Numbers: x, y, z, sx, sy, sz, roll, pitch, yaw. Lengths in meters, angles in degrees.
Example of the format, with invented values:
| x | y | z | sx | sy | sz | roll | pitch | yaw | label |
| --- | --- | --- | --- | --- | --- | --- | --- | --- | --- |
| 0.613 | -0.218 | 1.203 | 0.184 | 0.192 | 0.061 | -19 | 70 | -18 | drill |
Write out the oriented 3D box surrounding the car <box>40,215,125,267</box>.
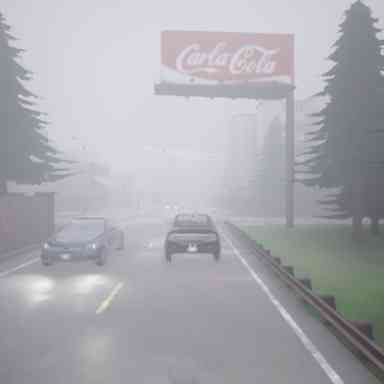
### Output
| x | y | z | sx | sy | sz | roll | pitch | yaw | label |
| --- | --- | --- | --- | --- | --- | --- | --- | --- | --- |
| -3.601 | 1.581 | 11.799 | 1.812 | 1.442 | 4.674 | 0 | 0 | 0 | car |

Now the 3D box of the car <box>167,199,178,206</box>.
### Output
| x | y | z | sx | sy | sz | roll | pitch | yaw | label |
| --- | --- | --- | --- | --- | --- | --- | --- | --- | --- |
| -3.690 | 1.888 | 62.199 | 1.895 | 1.301 | 4.718 | 0 | 0 | 0 | car |

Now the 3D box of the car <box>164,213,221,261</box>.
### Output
| x | y | z | sx | sy | sz | roll | pitch | yaw | label |
| --- | --- | --- | --- | --- | --- | --- | --- | --- | --- |
| 0.024 | 1.550 | 12.572 | 2.128 | 1.511 | 4.902 | 0 | 0 | 0 | car |
